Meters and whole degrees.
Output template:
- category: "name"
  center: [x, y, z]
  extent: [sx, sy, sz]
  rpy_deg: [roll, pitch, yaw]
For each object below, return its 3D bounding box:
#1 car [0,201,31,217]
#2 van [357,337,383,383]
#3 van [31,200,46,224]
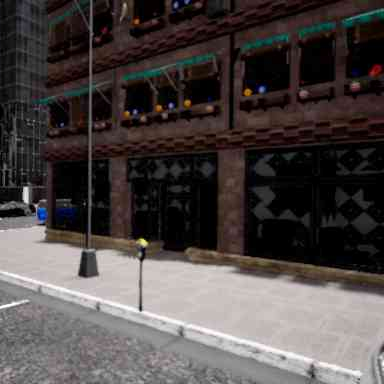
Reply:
- category: "car"
  center: [-15.953, 1.502, 28.984]
  extent: [1.947, 1.339, 4.313]
  rpy_deg: [1, 1, 35]
- category: "van"
  center: [2.625, 1.340, 0.983]
  extent: [3.998, 1.788, 1.690]
  rpy_deg: [0, 1, 36]
- category: "van"
  center: [-9.121, 1.392, 24.124]
  extent: [1.690, 1.788, 3.998]
  rpy_deg: [1, 1, 35]
